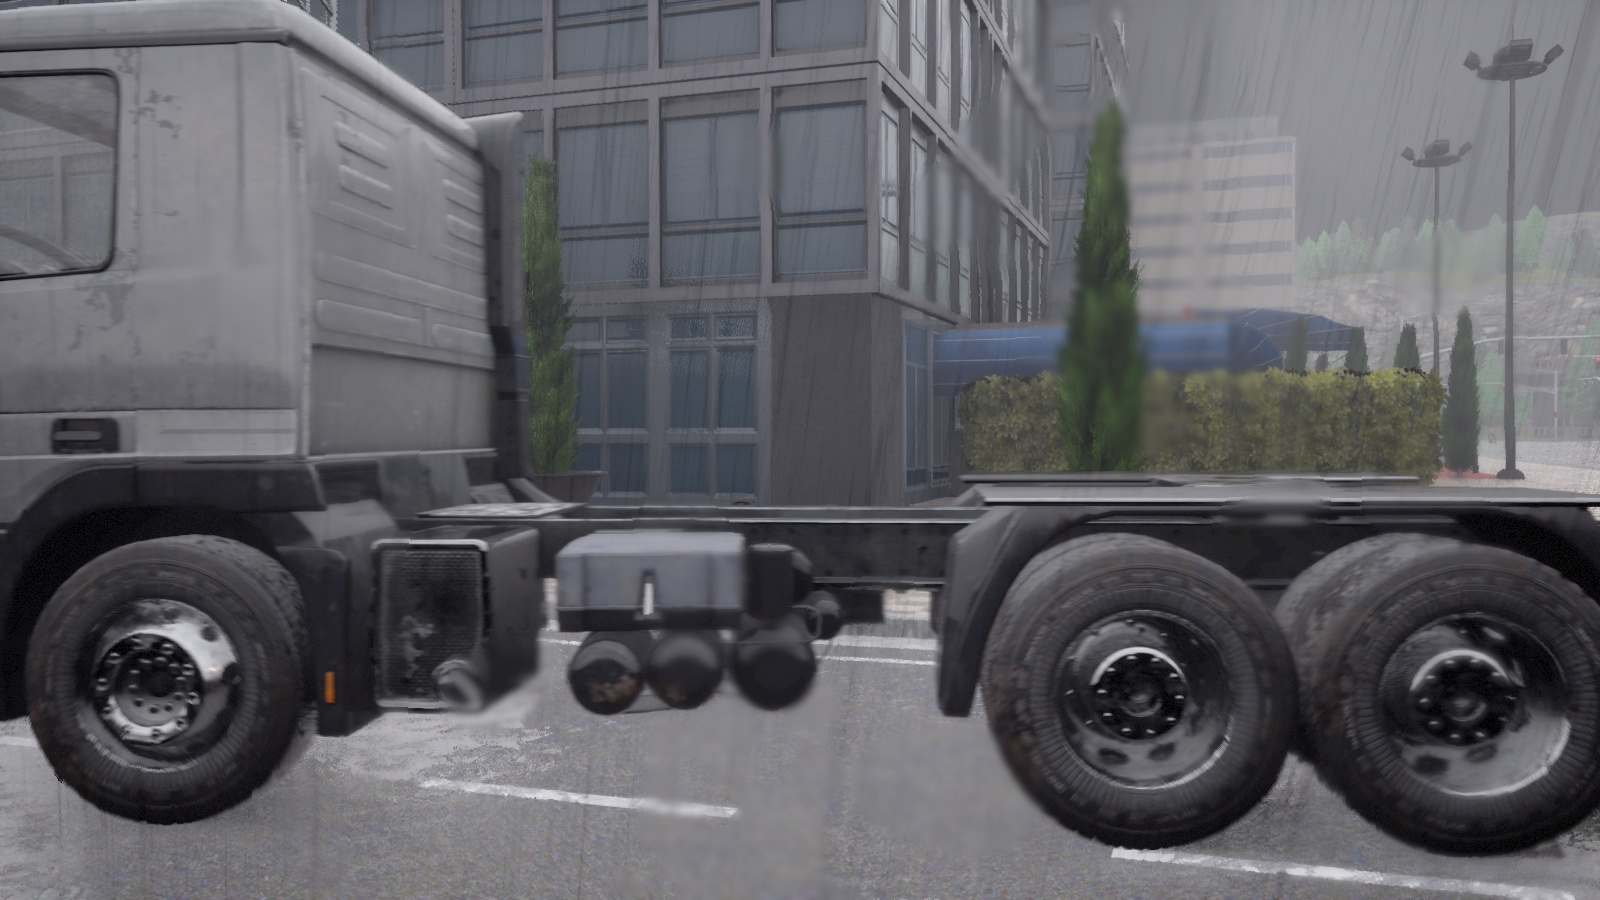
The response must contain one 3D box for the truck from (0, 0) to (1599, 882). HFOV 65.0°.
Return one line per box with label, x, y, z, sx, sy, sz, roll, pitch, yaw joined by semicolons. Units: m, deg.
truck;-0.198;-0.254;6.103;7.936;3.462;2.891;0;1;5
